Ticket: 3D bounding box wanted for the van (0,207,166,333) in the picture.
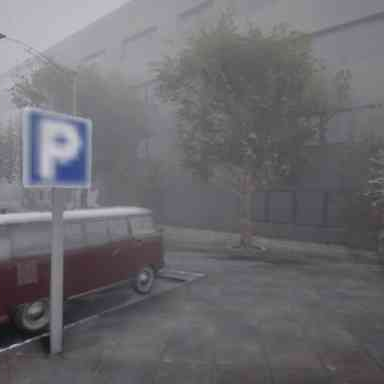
[{"bbox_3d":[-2.382,1.356,7.123,1.878,1.987,4.442,-2,-1,35],"label":"van"}]
